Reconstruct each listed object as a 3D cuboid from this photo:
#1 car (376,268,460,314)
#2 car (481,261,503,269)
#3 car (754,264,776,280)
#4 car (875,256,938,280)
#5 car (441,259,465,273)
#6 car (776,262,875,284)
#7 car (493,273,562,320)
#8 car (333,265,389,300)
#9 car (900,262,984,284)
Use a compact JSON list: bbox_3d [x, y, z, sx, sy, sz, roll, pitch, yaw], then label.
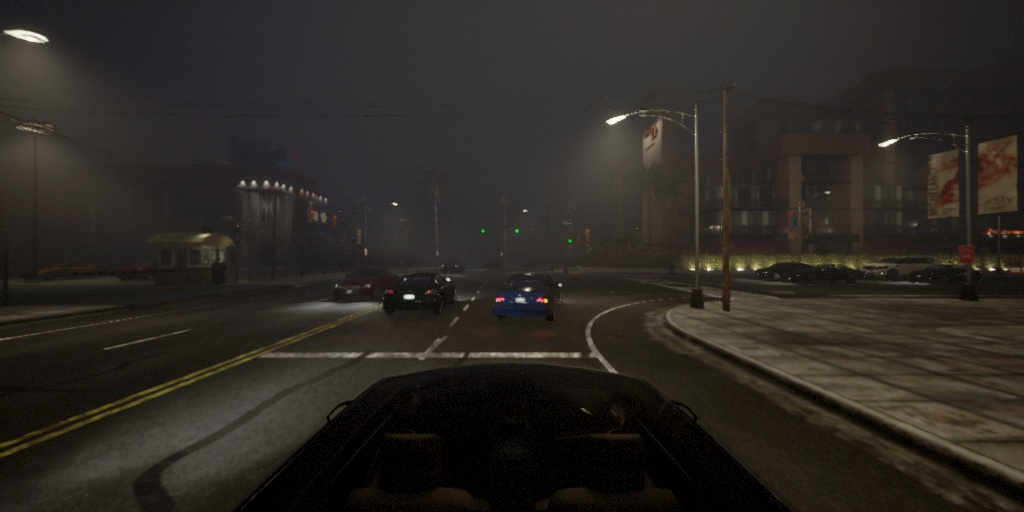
[{"bbox_3d":[-3.412,1.329,13.905,1.994,1.385,4.181,0,0,0],"label":"car"},{"bbox_3d":[-3.323,1.419,58.386,1.895,1.301,4.718,0,0,24],"label":"car"},{"bbox_3d":[23.387,1.289,30.618,4.892,1.490,1.837,0,0,-1],"label":"car"},{"bbox_3d":[33.234,1.005,30.700,5.566,2.045,2.150,0,0,0],"label":"car"},{"bbox_3d":[-6.832,1.150,41.810,2.097,1.767,4.553,0,0,4],"label":"car"},{"bbox_3d":[23.609,1.327,27.121,5.357,1.411,2.033,0,0,-1],"label":"car"},{"bbox_3d":[0.716,1.311,12.735,2.033,1.411,5.357,0,0,11],"label":"car"},{"bbox_3d":[-7.108,1.296,18.002,1.812,1.442,4.674,0,0,0],"label":"car"},{"bbox_3d":[32.804,1.344,27.198,4.181,1.385,1.994,0,0,-1],"label":"car"}]
